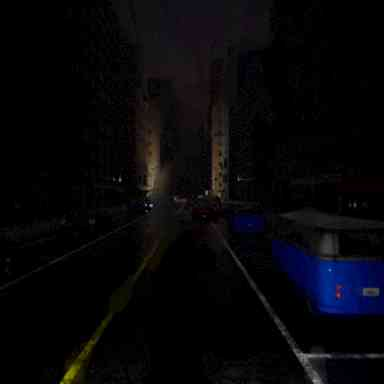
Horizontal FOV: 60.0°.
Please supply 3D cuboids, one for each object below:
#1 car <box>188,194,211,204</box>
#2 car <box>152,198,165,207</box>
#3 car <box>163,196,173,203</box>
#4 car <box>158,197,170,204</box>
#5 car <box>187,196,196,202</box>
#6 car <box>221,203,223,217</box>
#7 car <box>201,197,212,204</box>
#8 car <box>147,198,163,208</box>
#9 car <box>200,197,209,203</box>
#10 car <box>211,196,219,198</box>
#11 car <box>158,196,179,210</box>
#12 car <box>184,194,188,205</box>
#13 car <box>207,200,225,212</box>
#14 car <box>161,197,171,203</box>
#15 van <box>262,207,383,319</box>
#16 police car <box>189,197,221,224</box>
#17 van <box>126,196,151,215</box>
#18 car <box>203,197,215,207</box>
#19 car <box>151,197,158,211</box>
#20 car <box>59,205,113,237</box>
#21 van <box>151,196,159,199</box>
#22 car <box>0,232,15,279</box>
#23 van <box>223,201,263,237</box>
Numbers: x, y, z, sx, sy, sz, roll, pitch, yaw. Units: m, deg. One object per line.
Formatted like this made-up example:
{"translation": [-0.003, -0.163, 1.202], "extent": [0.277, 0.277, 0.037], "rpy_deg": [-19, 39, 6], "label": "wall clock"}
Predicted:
{"translation": [0.892, 1.465, 41.807], "extent": [2.097, 1.767, 4.553], "rpy_deg": [0, 0, 0], "label": "car"}
{"translation": [-5.680, 1.740, 56.666], "extent": [1.802, 1.307, 4.206], "rpy_deg": [0, 0, 0], "label": "car"}
{"translation": [-5.686, 1.667, 78.671], "extent": [1.967, 1.590, 4.097], "rpy_deg": [0, 0, 0], "label": "car"}
{"translation": [-5.683, 1.758, 67.668], "extent": [1.947, 1.339, 4.313], "rpy_deg": [0, 0, 0], "label": "car"}
{"translation": [-0.016, 1.631, 76.704], "extent": [1.994, 1.385, 4.181], "rpy_deg": [0, 0, 0], "label": "car"}
{"translation": [2.850, 1.661, 29.161], "extent": [1.802, 1.307, 4.206], "rpy_deg": [0, 0, 0], "label": "car"}
{"translation": [2.842, 1.743, 67.670], "extent": [2.008, 1.369, 4.403], "rpy_deg": [0, 0, 0], "label": "car"}
{"translation": [-5.680, 1.707, 51.164], "extent": [1.947, 1.339, 4.313], "rpy_deg": [0, 0, 0], "label": "car"}
{"translation": [2.840, 1.793, 78.672], "extent": [1.947, 1.339, 4.313], "rpy_deg": [0, 0, 0], "label": "car"}
{"translation": [2.846, 1.440, 45.665], "extent": [2.192, 1.841, 5.009], "rpy_deg": [0, 0, 0], "label": "car"}
{"translation": [-3.093, 1.630, 45.506], "extent": [1.837, 1.490, 4.892], "rpy_deg": [0, 0, 0], "label": "car"}
{"translation": [-0.013, 1.526, 61.781], "extent": [2.097, 1.767, 4.553], "rpy_deg": [0, 0, 0], "label": "car"}
{"translation": [2.848, 1.692, 40.163], "extent": [1.802, 1.307, 4.206], "rpy_deg": [0, 0, 0], "label": "car"}
{"translation": [-5.685, 1.791, 73.169], "extent": [1.802, 1.307, 4.206], "rpy_deg": [0, 0, 0], "label": "car"}
{"translation": [2.854, 1.361, 7.155], "extent": [1.690, 1.788, 3.998], "rpy_deg": [0, 0, 0], "label": "van"}
{"translation": [0.894, 1.496, 25.946], "extent": [1.930, 1.638, 5.238], "rpy_deg": [0, 0, 0], "label": "police car"}
{"translation": [-5.677, 1.435, 34.662], "extent": [1.690, 1.788, 3.998], "rpy_deg": [0, 0, 0], "label": "van"}
{"translation": [2.845, 1.598, 56.667], "extent": [1.967, 1.590, 4.097], "rpy_deg": [0, 0, 0], "label": "car"}
{"translation": [-5.678, 1.660, 40.161], "extent": [2.008, 1.369, 4.403], "rpy_deg": [0, 0, 0], "label": "car"}
{"translation": [-5.673, 1.489, 18.157], "extent": [1.967, 1.590, 4.097], "rpy_deg": [0, 0, 0], "label": "car"}
{"translation": [-5.679, 1.466, 45.663], "extent": [1.690, 1.788, 3.998], "rpy_deg": [0, 0, 0], "label": "van"}
{"translation": [-5.671, 1.460, 7.154], "extent": [1.967, 1.590, 4.097], "rpy_deg": [0, 0, 0], "label": "car"}
{"translation": [2.852, 1.391, 18.158], "extent": [1.690, 1.788, 3.998], "rpy_deg": [0, 0, 0], "label": "van"}
